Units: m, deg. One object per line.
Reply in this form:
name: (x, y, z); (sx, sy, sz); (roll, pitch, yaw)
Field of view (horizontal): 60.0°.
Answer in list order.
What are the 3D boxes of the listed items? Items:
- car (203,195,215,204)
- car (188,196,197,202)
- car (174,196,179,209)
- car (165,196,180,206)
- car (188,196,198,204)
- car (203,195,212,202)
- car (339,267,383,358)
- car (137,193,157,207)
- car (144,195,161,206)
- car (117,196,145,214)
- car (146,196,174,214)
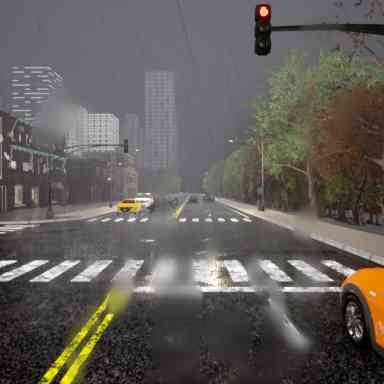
car: (3.500, 1.466, 64.714); (2.128, 1.511, 4.902); (0, 0, 0)
car: (0.180, 1.564, 74.932); (1.895, 1.301, 4.718); (0, 0, 0)
car: (-3.234, 1.548, 44.915); (1.994, 1.385, 4.181); (0, 0, 0)
car: (-3.204, 1.471, 54.943); (2.128, 1.511, 4.902); (0, 0, 0)
car: (0.251, 1.522, 64.439); (2.033, 1.411, 5.357); (0, 0, 1)
car: (3.430, 1.446, 74.879); (1.882, 1.535, 5.008); (0, 0, 0)
car: (3.359, 1.351, 3.399); (2.097, 1.767, 4.553); (0, 0, 0)
car: (-6.484, 1.205, 44.831); (2.150, 2.045, 5.566); (0, 0, 0)
car: (-6.455, 1.331, 54.791); (2.097, 1.767, 4.553); (0, 0, 0)
car: (-6.511, 1.466, 34.892); (1.882, 1.535, 5.008); (0, 0, 0)
car: (-3.263, 1.466, 34.905); (1.882, 1.535, 5.008); (0, 0, 0)
